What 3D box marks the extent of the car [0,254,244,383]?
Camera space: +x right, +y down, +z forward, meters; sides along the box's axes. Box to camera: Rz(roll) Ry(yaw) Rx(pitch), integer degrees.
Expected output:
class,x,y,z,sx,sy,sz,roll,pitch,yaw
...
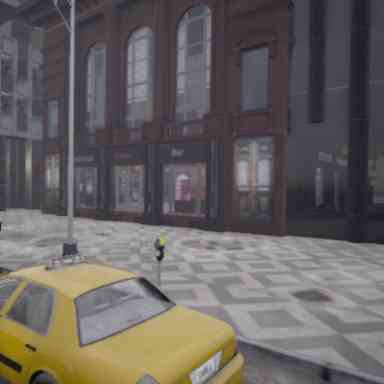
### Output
class,x,y,z,sx,sy,sz,roll,pitch,yaw
car,-1.756,1.469,4.227,4.829,1.417,1.752,1,1,36
